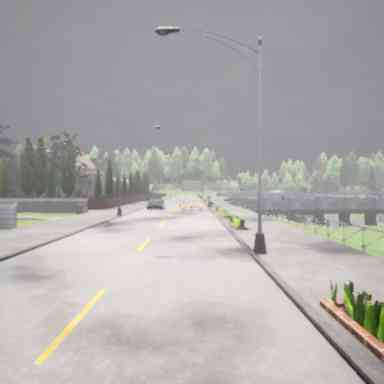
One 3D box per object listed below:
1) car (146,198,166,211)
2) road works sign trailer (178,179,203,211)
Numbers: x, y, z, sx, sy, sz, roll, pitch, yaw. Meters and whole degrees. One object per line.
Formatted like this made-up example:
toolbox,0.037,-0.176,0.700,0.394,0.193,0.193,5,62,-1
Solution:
car,-4.089,1.386,38.608,2.033,1.411,5.357,0,0,0
road works sign trailer,0.003,0.309,37.153,2.380,3.560,2.880,0,0,0
